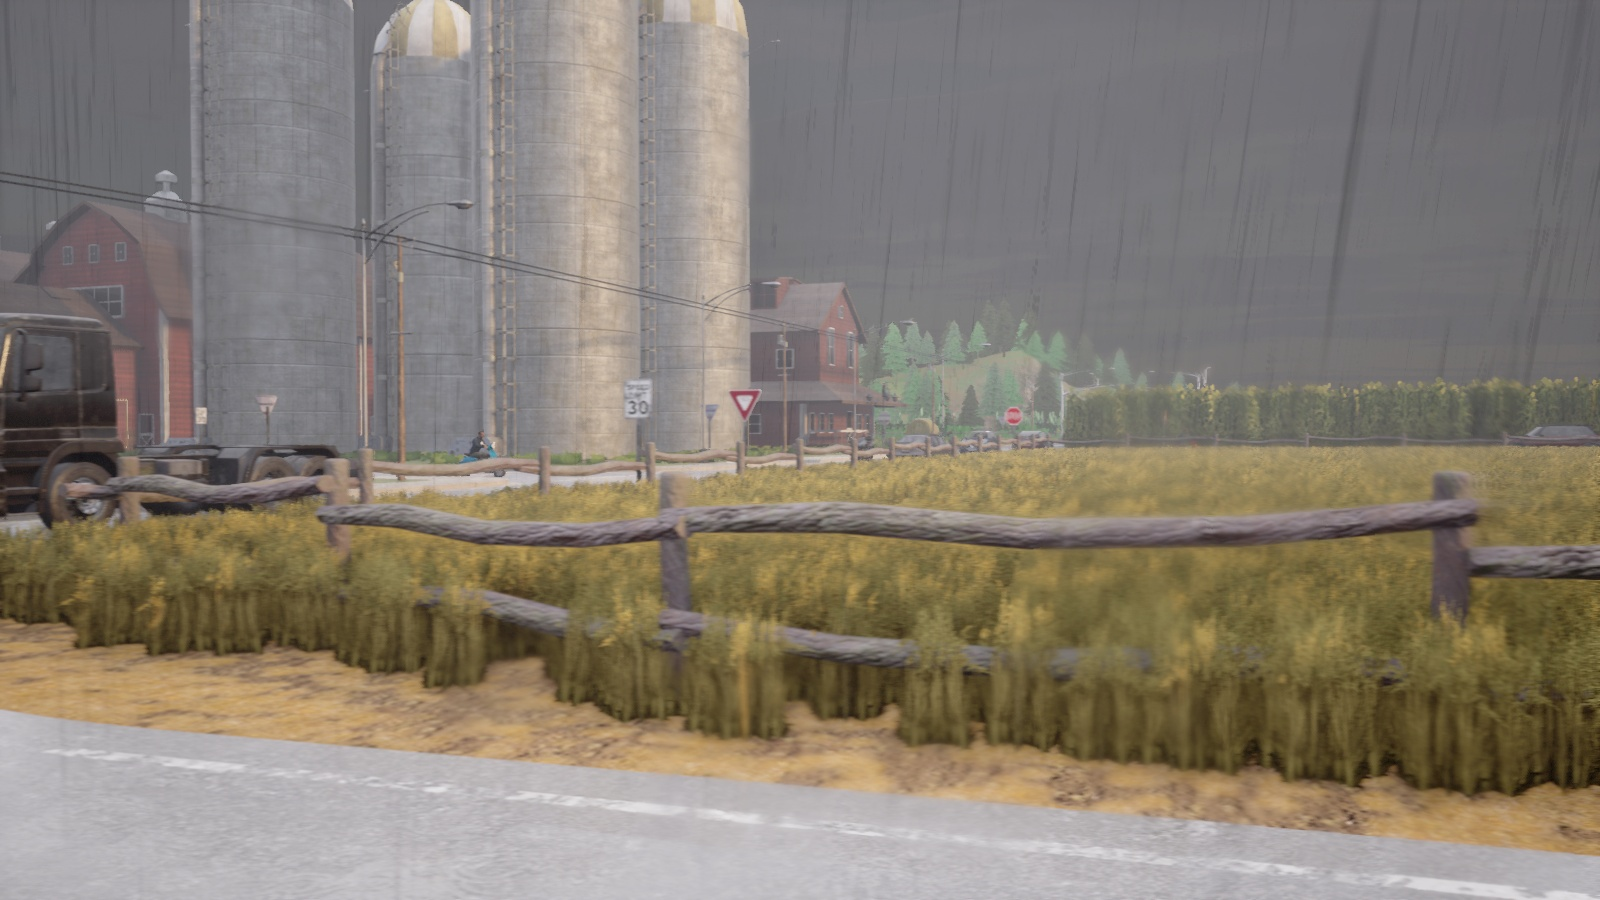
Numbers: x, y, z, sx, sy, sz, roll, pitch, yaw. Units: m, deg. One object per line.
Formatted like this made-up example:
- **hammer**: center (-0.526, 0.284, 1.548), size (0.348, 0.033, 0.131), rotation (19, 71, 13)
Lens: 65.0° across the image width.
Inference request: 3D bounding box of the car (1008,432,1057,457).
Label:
- **car**: center (14.593, -0.368, 78.657), size (2.163, 1.488, 4.792), rotation (1, 1, 21)

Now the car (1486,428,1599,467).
- **car**: center (35.010, -0.144, 59.065), size (4.553, 1.767, 2.097), rotation (0, 1, 21)

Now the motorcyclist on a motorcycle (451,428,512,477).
- **motorcyclist on a motorcycle**: center (-10.690, 0.070, 42.194), size (1.817, 1.590, 0.866), rotation (1, 1, 19)

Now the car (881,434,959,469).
- **car**: center (5.285, 0.026, 54.667), size (2.033, 1.411, 5.357), rotation (1, 1, 21)

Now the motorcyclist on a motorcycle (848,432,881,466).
- **motorcyclist on a motorcycle**: center (3.003, -0.054, 58.370), size (0.866, 1.530, 2.191), rotation (1, 0, 23)

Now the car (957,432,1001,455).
- **car**: center (11.500, -0.441, 80.359), size (1.970, 1.475, 3.806), rotation (1, 1, 21)

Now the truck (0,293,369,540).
- **truck**: center (-11.281, -0.542, 21.569), size (2.891, 3.462, 7.936), rotation (1, 1, 21)
